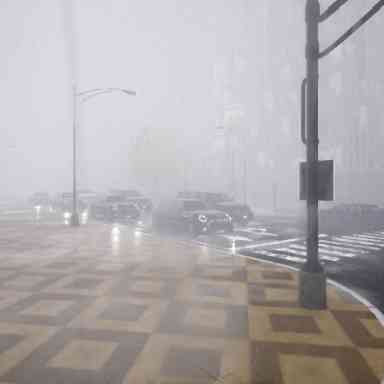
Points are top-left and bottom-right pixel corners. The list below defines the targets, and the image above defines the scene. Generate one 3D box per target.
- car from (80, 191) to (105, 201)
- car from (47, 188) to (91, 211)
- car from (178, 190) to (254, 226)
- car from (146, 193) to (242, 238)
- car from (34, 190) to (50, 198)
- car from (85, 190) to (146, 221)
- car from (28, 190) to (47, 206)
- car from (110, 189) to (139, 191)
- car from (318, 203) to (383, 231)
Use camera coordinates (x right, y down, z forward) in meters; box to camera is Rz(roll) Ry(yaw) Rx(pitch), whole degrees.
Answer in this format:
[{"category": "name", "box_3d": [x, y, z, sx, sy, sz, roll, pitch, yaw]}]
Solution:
[{"category": "car", "box_3d": [-15.701, 0.612, 52.398, 2.033, 1.411, 5.357, 0, 1, -38]}, {"category": "car", "box_3d": [-11.522, 0.786, 31.004, 2.097, 1.767, 4.553, 0, 1, -38]}, {"category": "car", "box_3d": [1.118, 0.950, 20.194, 2.150, 2.045, 5.566, 0, 1, -40]}, {"category": "car", "box_3d": [-0.072, 1.124, 16.499, 2.097, 1.767, 4.553, 0, 1, -38]}, {"category": "car", "box_3d": [-28.753, 0.281, 63.747, 1.812, 1.442, 4.674, 0, 1, -38]}, {"category": "car", "box_3d": [-5.488, 0.965, 23.342, 2.097, 1.767, 4.553, 0, 1, -38]}, {"category": "car", "box_3d": [-17.838, 0.771, 39.079, 1.812, 1.442, 4.674, 0, 1, -38]}, {"category": "car", "box_3d": [-5.507, 0.754, 28.616, 2.150, 2.045, 5.566, 0, 1, -38]}, {"category": "car", "box_3d": [9.513, 1.369, 19.637, 2.033, 1.411, 5.357, 0, 1, -35]}]
